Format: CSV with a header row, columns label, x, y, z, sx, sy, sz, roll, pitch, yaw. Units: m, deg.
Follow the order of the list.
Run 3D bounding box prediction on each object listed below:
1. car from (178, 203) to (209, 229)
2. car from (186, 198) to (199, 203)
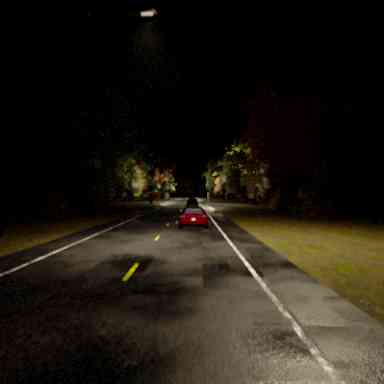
label,x,y,z,sx,sy,sz,roll,pitch,yaw
car,0.098,1.669,22.721,1.994,1.385,4.181,0,0,0
car,0.094,1.760,55.486,1.837,1.490,4.892,0,0,0
